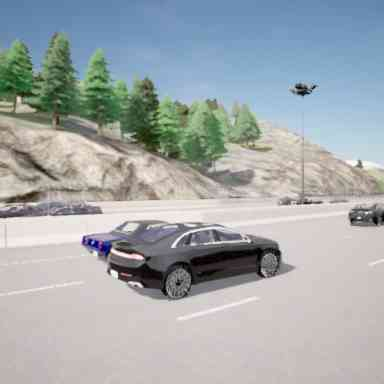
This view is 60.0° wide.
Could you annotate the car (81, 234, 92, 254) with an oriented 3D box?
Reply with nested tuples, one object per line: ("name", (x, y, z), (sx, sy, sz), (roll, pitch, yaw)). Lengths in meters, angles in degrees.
("car", (-1.245, 1.627, 11.681), (4.718, 1.301, 1.895), (0, 0, -38))

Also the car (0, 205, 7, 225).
("car", (-11.742, 1.545, 21.554), (4.902, 1.511, 2.128), (0, 0, -37))

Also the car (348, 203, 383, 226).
("car", (12.864, 1.536, 23.738), (4.902, 1.511, 2.128), (0, 0, -43))

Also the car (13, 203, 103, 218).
("car", (-7.795, 1.539, 20.150), (4.902, 1.511, 2.128), (0, 0, -38))

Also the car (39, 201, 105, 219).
("car", (-11.066, 1.620, 30.890), (5.357, 1.411, 2.033), (0, 0, -39))

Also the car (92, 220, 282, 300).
("car", (0.288, 1.510, 8.477), (4.902, 1.511, 2.128), (0, 0, -37))
